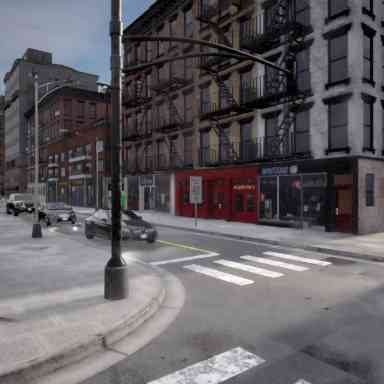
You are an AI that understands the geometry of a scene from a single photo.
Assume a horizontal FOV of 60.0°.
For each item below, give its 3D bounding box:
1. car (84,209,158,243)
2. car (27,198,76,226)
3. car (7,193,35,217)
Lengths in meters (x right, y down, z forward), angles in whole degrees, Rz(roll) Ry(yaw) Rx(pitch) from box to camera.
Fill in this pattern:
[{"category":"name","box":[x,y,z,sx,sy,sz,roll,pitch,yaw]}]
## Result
[{"category":"car","box":[-3.408,1.508,15.225,1.812,1.442,4.674,0,0,-39]},{"category":"car","box":[-9.676,1.457,23.342,2.128,1.511,4.902,0,0,-38]},{"category":"car","box":[-16.029,1.168,31.607,2.150,2.045,5.566,0,0,-37]}]
